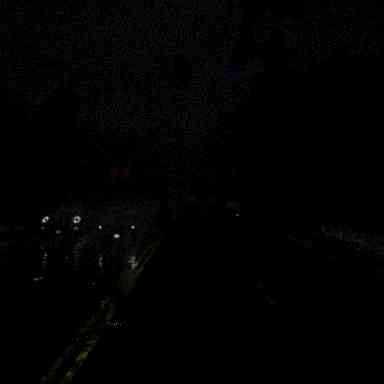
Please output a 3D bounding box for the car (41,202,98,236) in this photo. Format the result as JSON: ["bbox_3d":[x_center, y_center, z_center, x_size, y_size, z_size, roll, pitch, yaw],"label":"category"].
[{"bbox_3d":[-6.530,1.376,18.522,2.097,1.767,4.553,0,0,1],"label":"car"}]

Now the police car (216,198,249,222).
[{"bbox_3d":[3.298,1.475,26.600,1.930,1.638,5.238,0,0,1],"label":"police car"}]

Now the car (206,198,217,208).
[{"bbox_3d":[3.262,1.652,50.780,1.882,1.535,5.008,0,0,0],"label":"car"}]

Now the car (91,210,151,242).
[{"bbox_3d":[-3.294,1.621,16.772,1.895,1.301,4.718,0,0,0],"label":"car"}]

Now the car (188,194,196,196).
[{"bbox_3d":[0.014,1.517,67.193,2.150,2.045,5.566,0,-1,0],"label":"car"}]

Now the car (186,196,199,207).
[{"bbox_3d":[0.108,1.717,53.607,1.812,1.442,4.674,0,-1,1],"label":"car"}]
